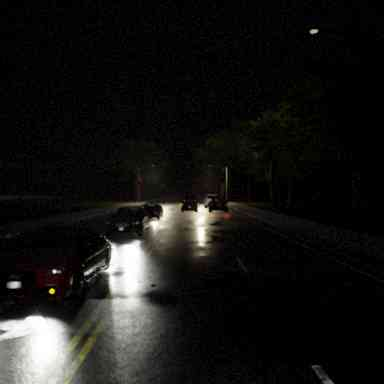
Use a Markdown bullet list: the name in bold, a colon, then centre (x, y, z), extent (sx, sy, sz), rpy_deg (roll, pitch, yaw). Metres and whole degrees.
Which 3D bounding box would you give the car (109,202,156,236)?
- **car**: centre (-3.466, 1.541, 18.681), extent (2.128, 1.511, 4.902), rpy_deg (0, 0, -1)

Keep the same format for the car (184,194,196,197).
- **car**: centre (-0.352, 1.348, 49.575), extent (2.150, 2.045, 5.566), rpy_deg (0, 0, 0)

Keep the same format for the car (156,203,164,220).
- **car**: centre (-3.522, 1.624, 29.123), extent (2.033, 1.411, 5.357), rpy_deg (0, 0, 0)

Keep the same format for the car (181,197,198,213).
- **car**: centre (-0.277, 1.663, 39.048), extent (1.994, 1.385, 4.181), rpy_deg (0, 0, 0)

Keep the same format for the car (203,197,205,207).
- **car**: centre (2.898, 1.345, 49.317), extent (2.150, 2.045, 5.566), rpy_deg (0, 0, 0)

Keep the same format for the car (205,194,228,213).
- **car**: centre (2.973, 1.449, 39.042), extent (2.097, 1.767, 4.553), rpy_deg (0, 0, 0)

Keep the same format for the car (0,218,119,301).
- **car**: centre (-3.381, 1.588, 8.333), extent (1.994, 1.385, 4.181), rpy_deg (0, 0, 0)
